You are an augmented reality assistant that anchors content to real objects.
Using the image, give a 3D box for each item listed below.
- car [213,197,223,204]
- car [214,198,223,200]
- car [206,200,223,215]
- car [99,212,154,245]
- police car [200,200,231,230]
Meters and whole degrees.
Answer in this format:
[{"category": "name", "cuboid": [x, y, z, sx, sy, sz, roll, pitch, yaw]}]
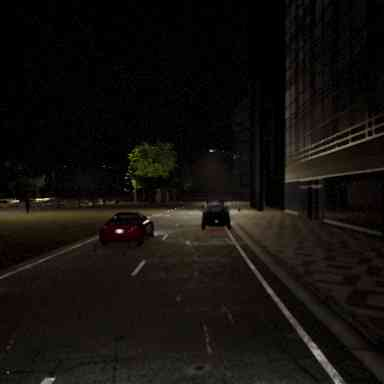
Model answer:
[{"category": "car", "cuboid": [6.108, 1.994, 77.042, 1.837, 1.490, 4.892, 0, -1, 9]}, {"category": "car", "cuboid": [2.199, 1.714, 32.848, 1.801, 1.575, 5.366, 0, 0, 4]}, {"category": "car", "cuboid": [2.623, 1.786, 38.567, 1.882, 1.535, 5.008, 0, 0, 5]}, {"category": "car", "cuboid": [-3.070, 1.687, 16.398, 1.994, 1.385, 4.181, 0, 0, 2]}, {"category": "police car", "cuboid": [1.618, 1.603, 22.911, 1.930, 1.638, 5.238, 0, 0, 3]}]
